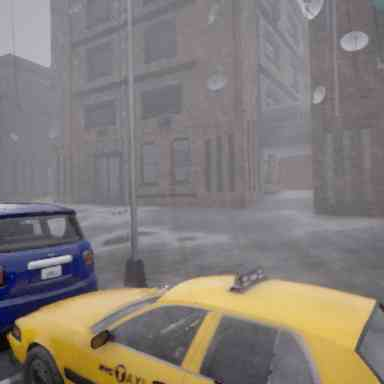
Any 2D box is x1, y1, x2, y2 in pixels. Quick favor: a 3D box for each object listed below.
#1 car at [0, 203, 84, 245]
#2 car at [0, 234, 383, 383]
[{"bbox_3d":[-4.189,1.226,6.190,5.566,2.045,2.435,0,0,34],"label":"car"},{"bbox_3d":[0.275,1.476,3.133,5.366,1.575,1.946,0,0,36],"label":"car"}]
